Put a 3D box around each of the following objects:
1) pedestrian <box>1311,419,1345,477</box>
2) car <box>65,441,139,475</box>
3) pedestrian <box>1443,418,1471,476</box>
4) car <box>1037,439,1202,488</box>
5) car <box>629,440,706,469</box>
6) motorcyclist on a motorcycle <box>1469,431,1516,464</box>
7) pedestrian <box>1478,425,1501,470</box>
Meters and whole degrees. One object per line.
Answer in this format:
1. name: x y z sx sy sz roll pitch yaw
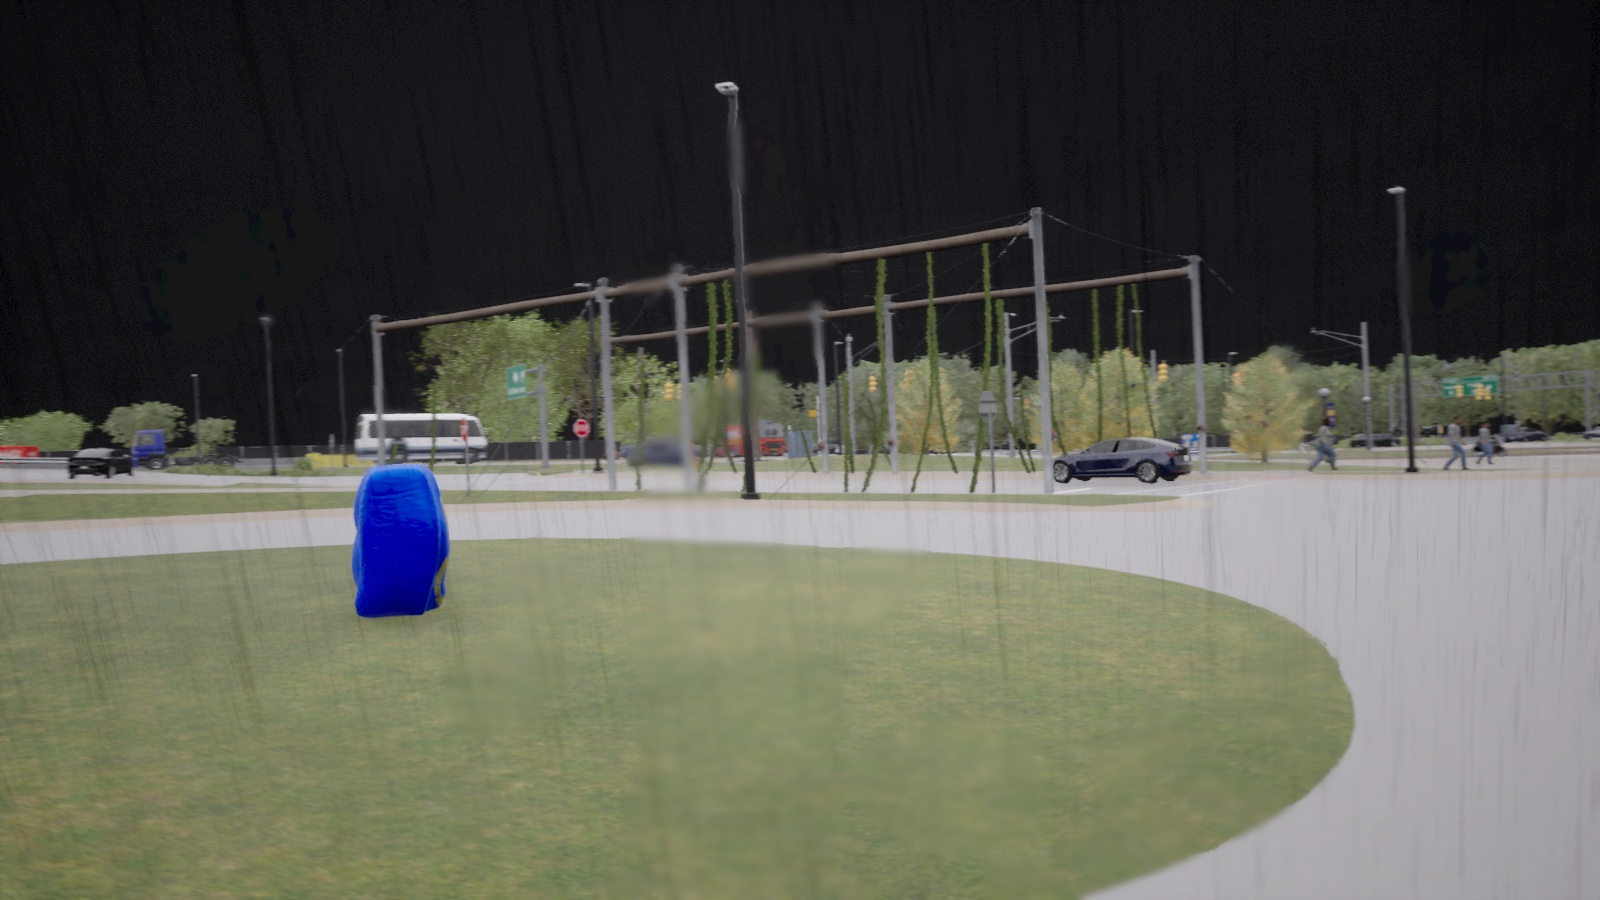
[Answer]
1. pedestrian: 17.489 -0.063 41.649 0.900 1.855 0.874 -2 0 18
2. car: -35.436 0.368 63.913 1.882 1.535 5.008 1 1 -12
3. pedestrian: 21.192 -0.100 40.500 0.706 1.836 0.354 -2 0 37
4. car: 10.527 0.420 41.533 4.792 1.488 2.163 -1 1 38
5. car: -7.595 0.279 72.051 3.988 1.617 1.851 0 -1 -30
6. motorcyclist on a motorcycle: 35.045 -0.108 63.594 0.866 1.590 1.817 -2 -1 -33
7. pedestrian: 28.863 -0.105 52.583 0.354 1.836 0.706 -2 0 -32
